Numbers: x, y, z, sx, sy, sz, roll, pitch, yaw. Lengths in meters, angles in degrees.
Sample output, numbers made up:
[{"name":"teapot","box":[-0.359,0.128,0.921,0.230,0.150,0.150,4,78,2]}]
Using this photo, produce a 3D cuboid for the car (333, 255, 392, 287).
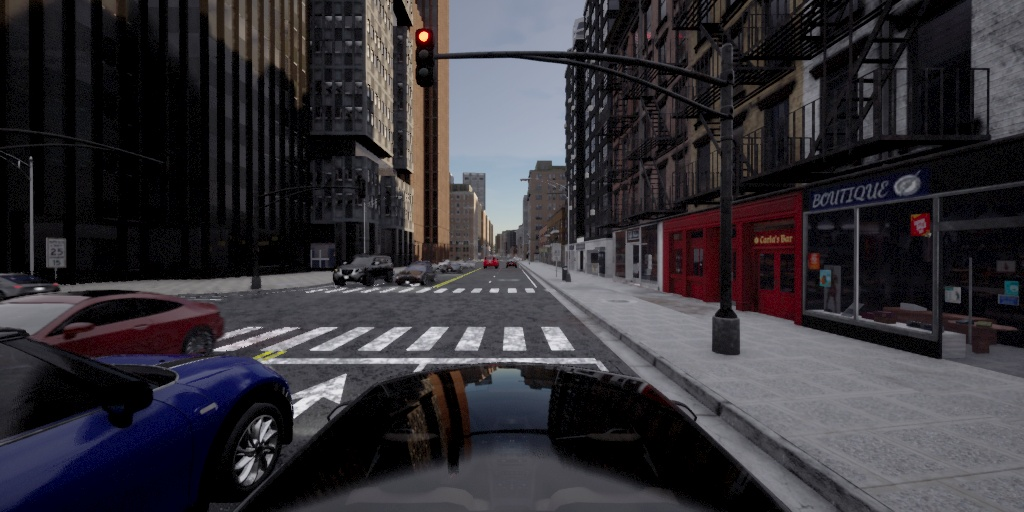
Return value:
[{"name":"car","box":[-10.086,0.976,24.943,2.150,2.045,5.566,0,0,4]}]

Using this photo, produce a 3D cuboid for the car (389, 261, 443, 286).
[{"name":"car","box":[-6.669,1.302,25.533,2.033,1.411,5.357,0,0,0]}]

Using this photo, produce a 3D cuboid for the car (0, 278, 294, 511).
[{"name":"car","box":[-3.145,1.102,1.592,2.097,1.767,4.553,0,0,0]}]

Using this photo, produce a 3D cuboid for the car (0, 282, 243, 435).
[{"name":"car","box":[-6.608,1.275,5.273,1.812,1.442,4.674,0,0,0]}]

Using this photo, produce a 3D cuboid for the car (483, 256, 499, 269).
[{"name":"car","box":[-3.420,0.988,58.051,2.150,2.045,5.566,0,0,0]}]

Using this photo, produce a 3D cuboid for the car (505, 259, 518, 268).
[{"name":"car","box":[-0.083,1.272,61.835,1.837,1.490,4.892,0,0,0]}]

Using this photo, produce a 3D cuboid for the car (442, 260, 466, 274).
[{"name":"car","box":[-6.713,1.325,40.550,1.994,1.385,4.181,0,0,0]}]

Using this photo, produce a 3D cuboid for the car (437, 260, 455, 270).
[{"name":"car","box":[-9.974,1.291,54.224,1.812,1.442,4.674,0,0,0]}]

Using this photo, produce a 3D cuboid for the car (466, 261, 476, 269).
[{"name":"car","box":[-6.729,1.366,54.858,1.895,1.301,4.718,0,0,0]}]

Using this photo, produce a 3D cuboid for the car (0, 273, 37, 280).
[{"name":"car","box":[-23.557,1.495,16.361,4.181,1.385,1.994,-1,0,0]}]
